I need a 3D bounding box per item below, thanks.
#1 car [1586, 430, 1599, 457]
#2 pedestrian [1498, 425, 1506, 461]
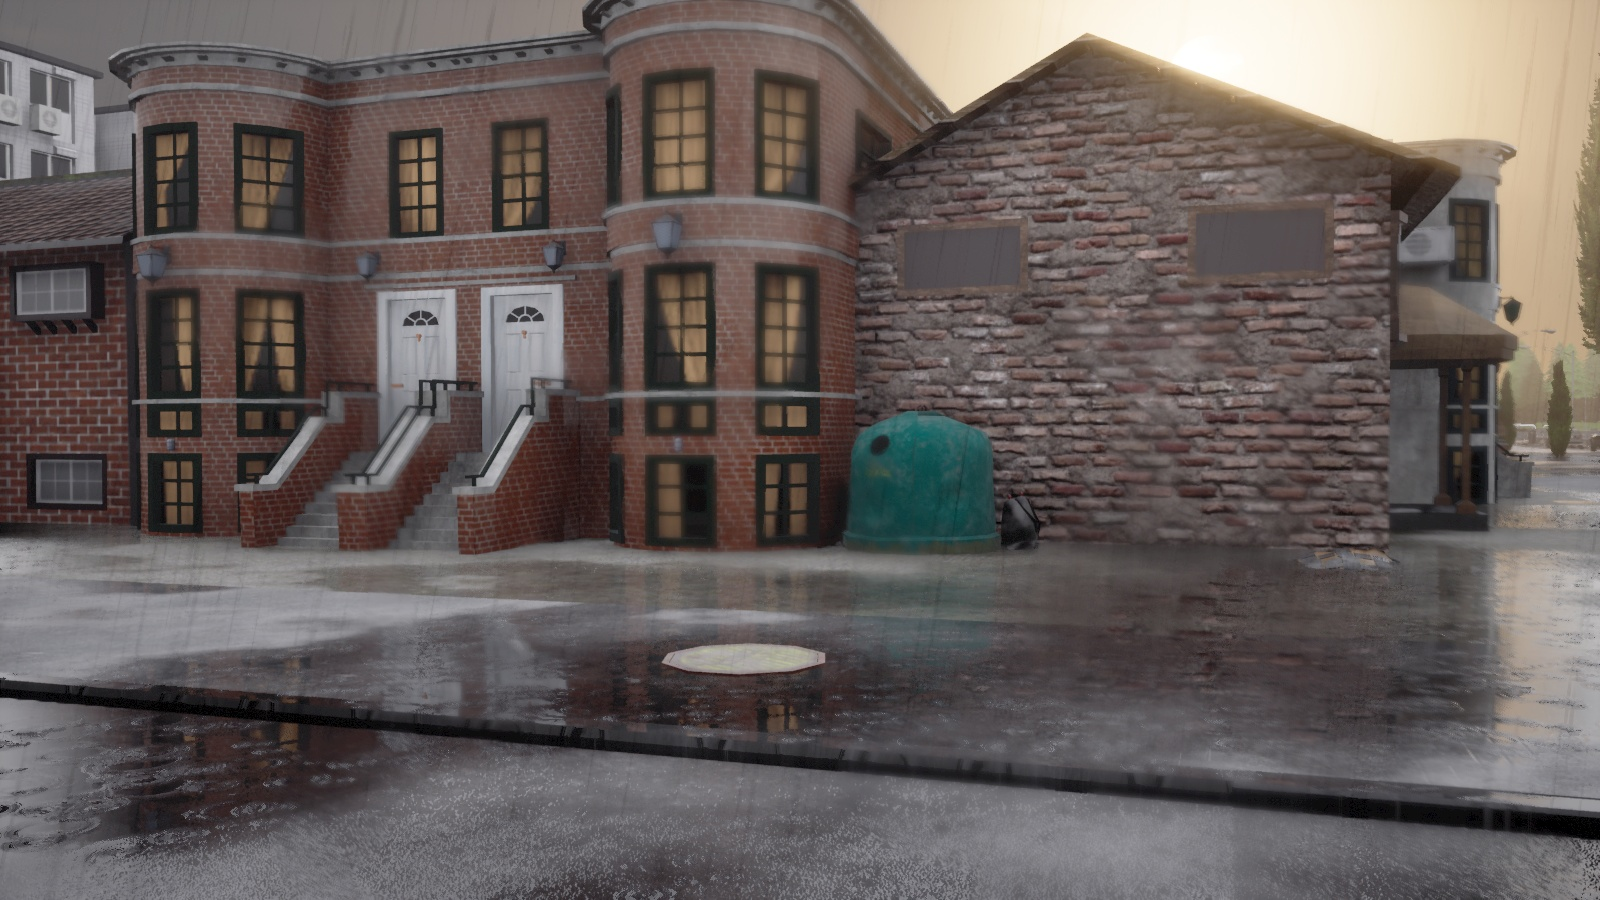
[{"bbox_3d":[50.631,-0.386,77.877,2.242,1.667,4.611,1,1,19],"label":"car"},{"bbox_3d":[36.633,-0.375,65.531,0.331,1.846,0.634,1,1,33],"label":"pedestrian"}]
